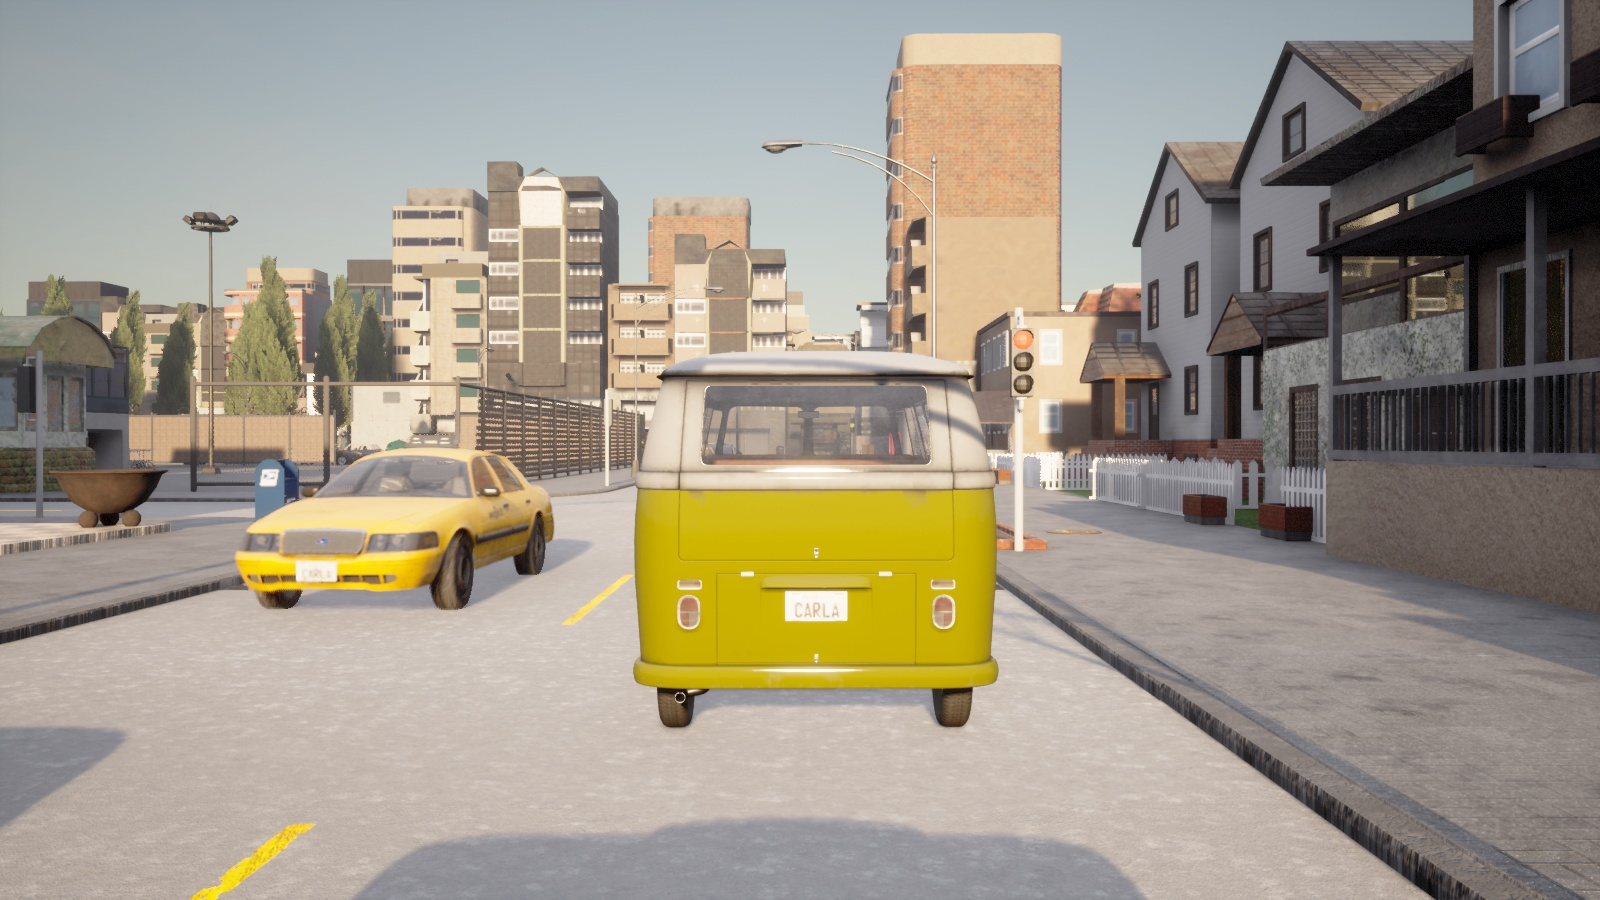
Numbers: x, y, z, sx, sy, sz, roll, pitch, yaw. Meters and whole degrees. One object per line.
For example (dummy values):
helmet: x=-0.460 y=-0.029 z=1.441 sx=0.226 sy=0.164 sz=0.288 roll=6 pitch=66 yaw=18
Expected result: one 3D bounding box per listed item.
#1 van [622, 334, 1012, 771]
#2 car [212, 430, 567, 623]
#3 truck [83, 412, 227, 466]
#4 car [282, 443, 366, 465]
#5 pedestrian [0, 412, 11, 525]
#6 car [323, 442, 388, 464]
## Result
van: x=0.070 y=0.454 z=7.932 sx=1.775 sy=1.987 sz=4.442 roll=0 pitch=0 yaw=0
car: x=-3.864 y=0.609 z=12.976 sx=1.801 sy=1.575 sz=5.366 roll=0 pitch=0 yaw=1
truck: x=-42.371 y=-0.736 z=82.736 sx=7.936 sy=3.462 sz=2.891 roll=0 pitch=0 yaw=-13
car: x=-31.592 y=0.255 z=83.505 sx=4.892 sy=1.490 sz=1.837 roll=0 pitch=0 yaw=1
pedestrian: x=-14.222 y=0.317 z=21.811 sx=0.788 sy=1.949 sz=0.423 roll=0 pitch=0 yaw=-16
car: x=-30.965 y=0.193 z=87.498 sx=3.806 sy=1.475 sz=1.970 roll=0 pitch=0 yaw=0
